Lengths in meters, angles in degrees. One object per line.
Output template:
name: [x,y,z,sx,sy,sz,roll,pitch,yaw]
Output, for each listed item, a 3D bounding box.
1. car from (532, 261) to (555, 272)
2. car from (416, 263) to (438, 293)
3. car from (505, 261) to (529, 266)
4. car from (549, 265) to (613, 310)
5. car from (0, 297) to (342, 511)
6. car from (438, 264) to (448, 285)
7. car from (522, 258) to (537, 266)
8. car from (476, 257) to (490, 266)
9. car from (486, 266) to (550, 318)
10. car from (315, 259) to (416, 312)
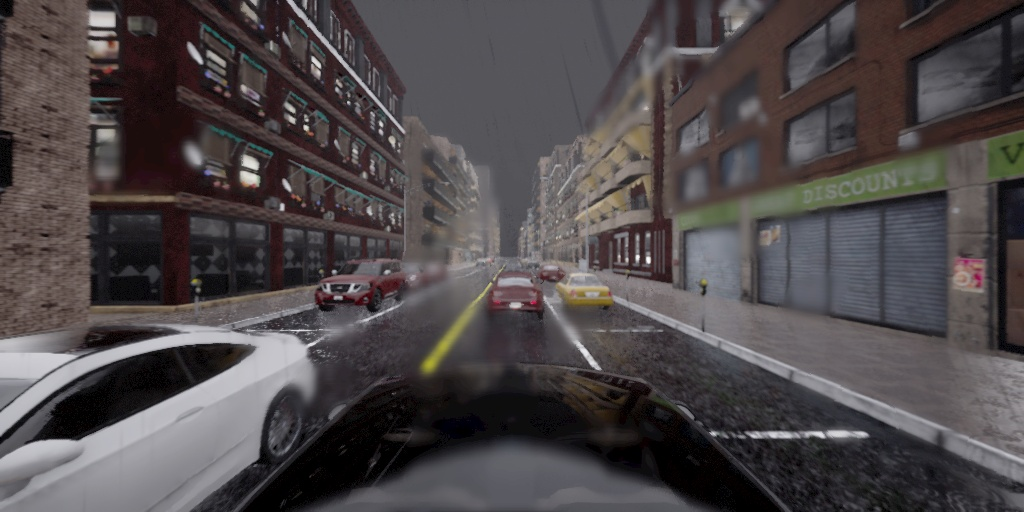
car: [2.716,1.244,25.493,1.888,1.381,4.507,0,0,0]
car: [-5.671,1.149,19.870,1.967,1.591,4.097,0,0,0]
car: [0.133,1.289,29.816,1.895,1.301,4.718,0,0,0]
car: [2.703,1.249,14.390,1.751,1.417,4.829,0,0,0]
car: [-3.099,1.274,2.218,1.812,1.442,4.674,0,0,0]
car: [-5.664,1.242,25.508,1.888,1.381,4.507,0,0,0]
car: [2.745,1.199,48.037,2.007,1.370,4.403,0,0,0]
car: [-5.615,1.157,64.960,2.007,1.370,4.403,0,0,0]
car: [0.113,1.252,12.686,1.812,1.442,4.674,0,0,0]
car: [-5.678,1.037,14.235,2.192,1.841,5.009,0,0,0]
